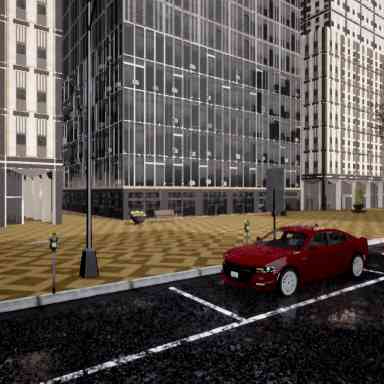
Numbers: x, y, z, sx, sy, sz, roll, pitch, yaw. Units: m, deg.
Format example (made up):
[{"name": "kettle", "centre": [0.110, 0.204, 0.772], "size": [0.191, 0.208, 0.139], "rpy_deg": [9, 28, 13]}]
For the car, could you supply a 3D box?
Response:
[{"name": "car", "centre": [2.751, 1.545, 8.528], "size": [4.507, 1.381, 1.887], "rpy_deg": [0, 0, -36]}]
